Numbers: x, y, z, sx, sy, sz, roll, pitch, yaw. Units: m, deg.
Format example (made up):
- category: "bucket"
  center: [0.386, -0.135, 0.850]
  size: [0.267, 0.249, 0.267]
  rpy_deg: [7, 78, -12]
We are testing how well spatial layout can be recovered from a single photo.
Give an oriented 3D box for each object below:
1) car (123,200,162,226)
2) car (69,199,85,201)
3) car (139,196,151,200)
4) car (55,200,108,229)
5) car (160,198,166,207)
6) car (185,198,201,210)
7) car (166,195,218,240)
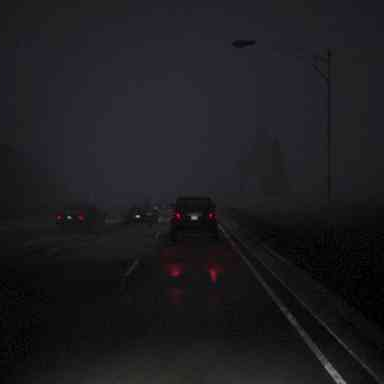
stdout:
- category: "car"
  center: [-3.402, 1.495, 22.839]
  size: [1.994, 1.385, 4.181]
  rpy_deg: [0, 0, 0]
- category: "car"
  center: [-10.401, 1.385, 30.784]
  size: [1.882, 1.535, 5.008]
  rpy_deg: [0, 0, 0]
- category: "car"
  center: [-7.634, 1.400, 54.292]
  size: [1.994, 1.385, 4.181]
  rpy_deg: [0, 0, -9]
- category: "car"
  center: [-6.902, 1.483, 21.229]
  size: [2.033, 1.411, 5.357]
  rpy_deg: [0, 0, 0]
- category: "car"
  center: [-3.404, 1.469, 43.712]
  size: [1.895, 1.301, 4.718]
  rpy_deg: [0, 0, 0]
- category: "car"
  center: [0.099, 1.477, 40.822]
  size: [1.895, 1.301, 4.718]
  rpy_deg: [0, 0, 0]
- category: "car"
  center: [0.101, 1.170, 16.692]
  size: [2.150, 2.045, 5.566]
  rpy_deg: [0, 0, 0]
